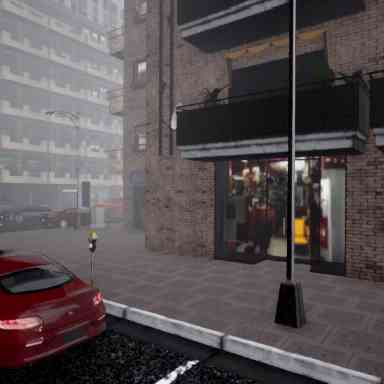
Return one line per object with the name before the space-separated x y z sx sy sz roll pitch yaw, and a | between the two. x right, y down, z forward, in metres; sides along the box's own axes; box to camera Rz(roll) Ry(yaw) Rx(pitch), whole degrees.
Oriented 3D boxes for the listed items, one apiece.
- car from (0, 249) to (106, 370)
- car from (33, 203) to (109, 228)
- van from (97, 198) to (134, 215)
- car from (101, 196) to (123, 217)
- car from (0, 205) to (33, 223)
car | -3.119 1.582 5.230 4.206 1.307 1.802 0 0 36
car | -8.492 1.756 23.728 1.887 1.381 4.507 0 -1 36
van | -8.664 1.606 37.847 1.690 1.788 3.998 0 -1 36
car | -7.790 1.485 34.639 2.150 2.045 5.566 1 0 36
car | -13.274 1.727 27.006 1.994 1.385 4.181 1 0 36
